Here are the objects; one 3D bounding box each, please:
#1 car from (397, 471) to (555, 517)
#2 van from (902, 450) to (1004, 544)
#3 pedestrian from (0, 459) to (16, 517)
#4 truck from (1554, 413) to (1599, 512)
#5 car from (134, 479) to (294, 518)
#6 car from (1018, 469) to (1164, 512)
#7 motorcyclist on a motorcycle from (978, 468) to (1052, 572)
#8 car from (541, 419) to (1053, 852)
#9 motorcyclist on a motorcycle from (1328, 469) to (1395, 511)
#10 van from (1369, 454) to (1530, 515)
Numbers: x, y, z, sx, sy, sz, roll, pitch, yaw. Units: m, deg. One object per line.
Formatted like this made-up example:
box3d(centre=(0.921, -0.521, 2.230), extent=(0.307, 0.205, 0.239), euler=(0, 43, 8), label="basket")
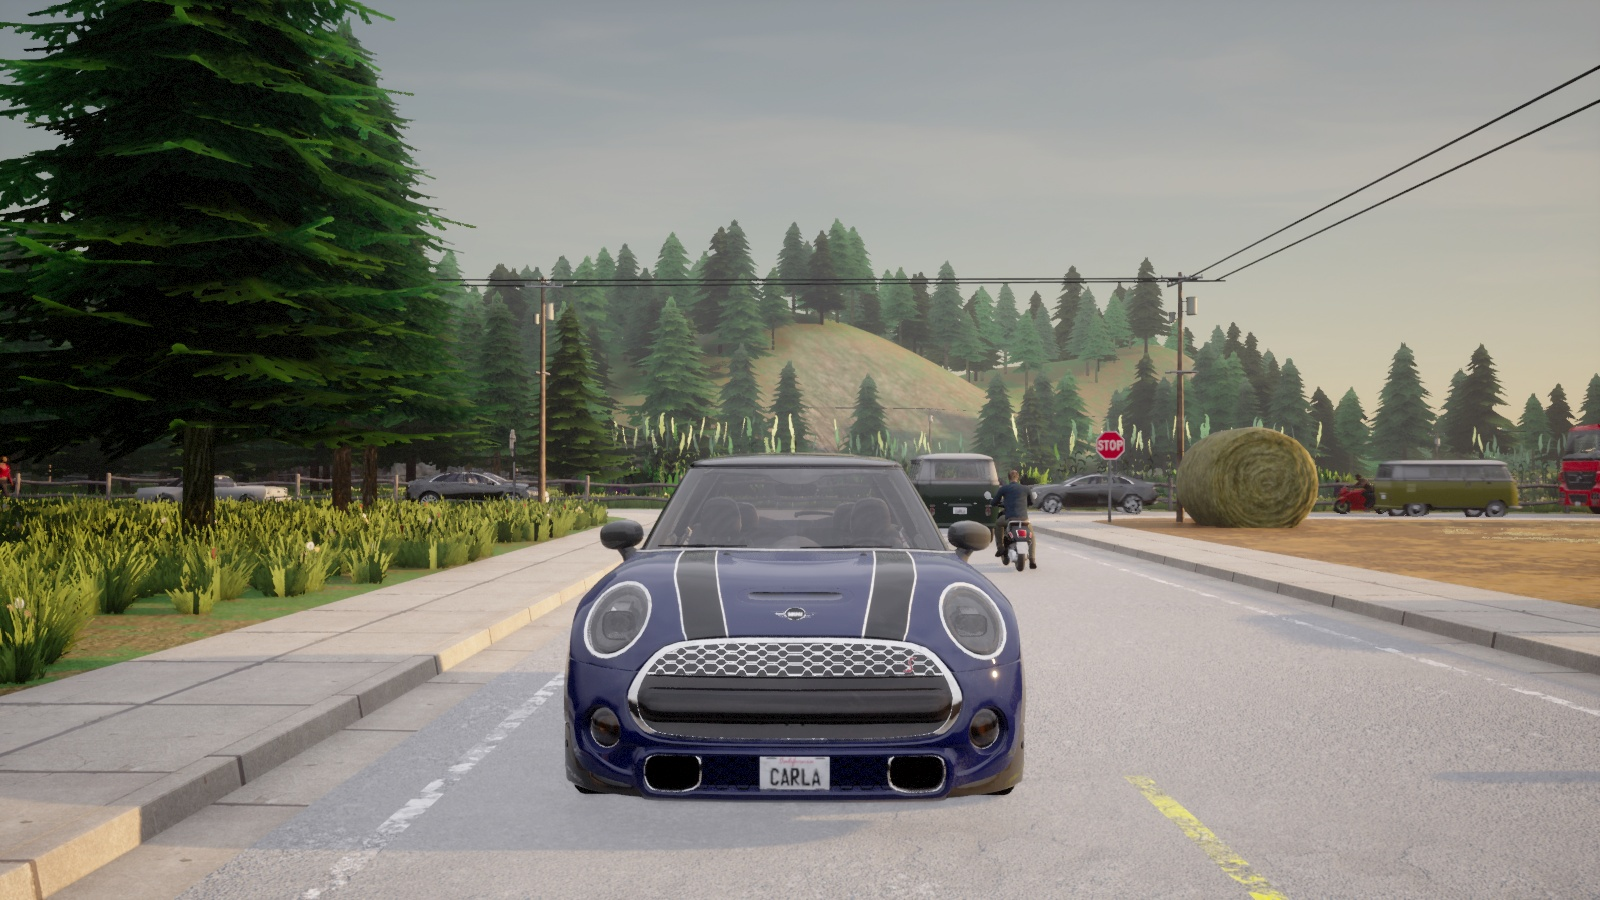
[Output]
box3d(centre=(-11.184, 1.512, 43.634), extent=(4.902, 1.511, 2.128), euler=(0, -1, 3), label="car")
box3d(centre=(3.424, 1.038, 28.899), extent=(1.775, 1.987, 4.442), euler=(0, -1, 0), label="van")
box3d(centre=(-25.686, 1.220, 40.468), extent=(0.636, 1.846, 0.331), euler=(0, -1, -1), label="pedestrian")
box3d(centre=(32.014, 0.426, 45.167), extent=(7.936, 3.462, 2.891), euler=(0, -1, 3), label="truck")
box3d(centre=(-20.475, 1.699, 44.022), extent=(4.718, 1.301, 1.895), euler=(0, -1, 1), label="car")
box3d(centre=(10.618, 1.466, 46.134), extent=(4.902, 1.511, 2.128), euler=(0, -1, 3), label="car")
box3d(centre=(3.447, 1.093, 20.245), extent=(0.866, 1.590, 1.817), euler=(0, -1, 0), label="motorcyclist on a motorcycle")
box3d(centre=(-0.021, 0.798, 7.441), extent=(2.097, 1.767, 4.553), euler=(0, -1, 0), label="car")
box3d(centre=(20.413, 1.445, 45.685), extent=(2.044, 1.523, 0.797), euler=(0, -1, 3), label="motorcyclist on a motorcycle")
box3d(centre=(21.720, 1.151, 42.125), extent=(4.442, 1.987, 1.775), euler=(0, -1, 3), label="van")
